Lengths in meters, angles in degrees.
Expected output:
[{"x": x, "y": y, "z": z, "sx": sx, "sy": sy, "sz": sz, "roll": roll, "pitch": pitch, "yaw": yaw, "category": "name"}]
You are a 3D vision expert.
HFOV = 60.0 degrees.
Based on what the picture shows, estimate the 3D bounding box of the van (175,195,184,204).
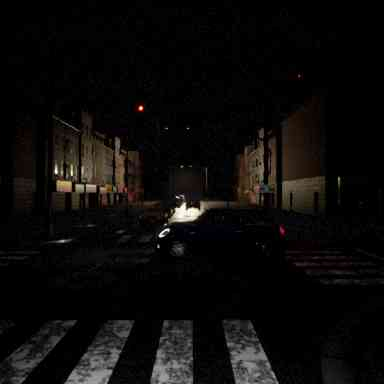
[{"x": -2.581, "y": 1.463, "z": 68.880, "sx": 1.690, "sy": 1.788, "sz": 3.998, "roll": 0, "pitch": 0, "yaw": 0, "category": "van"}]

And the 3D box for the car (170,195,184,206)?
[{"x": -2.590, "y": 1.404, "z": 57.670, "sx": 2.192, "sy": 1.841, "sz": 5.009, "roll": 0, "pitch": 0, "yaw": 0, "category": "car"}]

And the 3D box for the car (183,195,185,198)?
[{"x": -2.594, "y": 1.514, "z": 52.063, "sx": 1.967, "sy": 1.590, "sz": 4.097, "roll": 0, "pitch": 0, "yaw": 0, "category": "car"}]

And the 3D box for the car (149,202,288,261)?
[{"x": 0.960, "y": 1.362, "z": 11.861, "sx": 4.553, "sy": 1.767, "sz": 2.097, "roll": 0, "pitch": 0, "yaw": 0, "category": "car"}]

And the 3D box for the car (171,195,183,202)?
[{"x": -2.599, "y": 1.500, "z": 46.458, "sx": 1.967, "sy": 1.590, "sz": 4.097, "roll": 0, "pitch": 0, "yaw": 0, "category": "car"}]

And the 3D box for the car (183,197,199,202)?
[{"x": 0.129, "y": 1.654, "z": 43.763, "sx": 1.895, "sy": 1.301, "sz": 4.718, "roll": 0, "pitch": 0, "yaw": 0, "category": "car"}]

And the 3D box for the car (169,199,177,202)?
[{"x": -2.612, "y": 1.570, "z": 29.642, "sx": 1.887, "sy": 1.381, "sz": 4.507, "roll": 0, "pitch": 0, "yaw": 0, "category": "car"}]

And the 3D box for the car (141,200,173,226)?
[{"x": -2.616, "y": 1.542, "z": 23.867, "sx": 1.752, "sy": 1.417, "sz": 4.829, "roll": 0, "pitch": 0, "yaw": 0, "category": "car"}]

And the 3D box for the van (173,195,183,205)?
[{"x": -2.585, "y": 1.446, "z": 63.275, "sx": 1.690, "sy": 1.788, "sz": 3.998, "roll": 0, "pitch": 0, "yaw": 0, "category": "van"}]

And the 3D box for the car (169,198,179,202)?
[{"x": -2.608, "y": 1.617, "z": 35.247, "sx": 1.802, "sy": 1.307, "sz": 4.206, "roll": 0, "pitch": 0, "yaw": 0, "category": "car"}]
